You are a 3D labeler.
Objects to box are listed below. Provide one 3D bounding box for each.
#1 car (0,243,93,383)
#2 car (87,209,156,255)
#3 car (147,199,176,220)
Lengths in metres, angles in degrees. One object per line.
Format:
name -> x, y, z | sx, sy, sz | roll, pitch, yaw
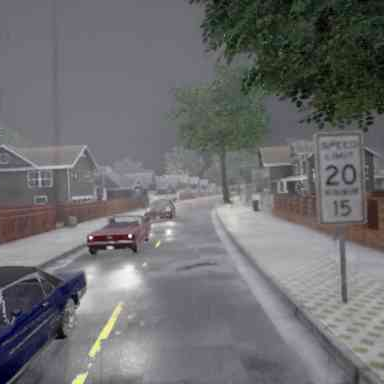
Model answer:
car -> -2.855, 1.723, 3.958 | 1.895, 1.301, 4.718 | -3, 0, 0
car -> -2.930, 1.693, 14.175 | 1.895, 1.301, 4.718 | -3, 0, 1
car -> -2.556, 1.389, 27.884 | 2.097, 1.767, 4.553 | -3, 0, 3
